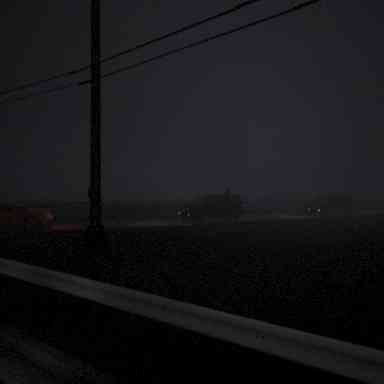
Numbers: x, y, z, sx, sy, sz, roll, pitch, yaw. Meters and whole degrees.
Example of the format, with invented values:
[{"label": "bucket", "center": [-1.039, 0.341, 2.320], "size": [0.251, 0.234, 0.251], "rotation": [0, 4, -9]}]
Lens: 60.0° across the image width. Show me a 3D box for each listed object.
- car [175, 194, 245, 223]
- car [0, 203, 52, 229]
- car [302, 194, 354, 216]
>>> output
[{"label": "car", "center": [1.472, 1.203, 25.646], "size": [5.566, 2.045, 2.150], "rotation": [1, 0, -29]}, {"label": "car", "center": [-11.370, 1.445, 20.607], "size": [5.008, 1.535, 1.882], "rotation": [0, 0, -14]}, {"label": "car", "center": [13.251, 1.203, 32.200], "size": [5.566, 2.045, 2.150], "rotation": [-1, 0, -29]}]
